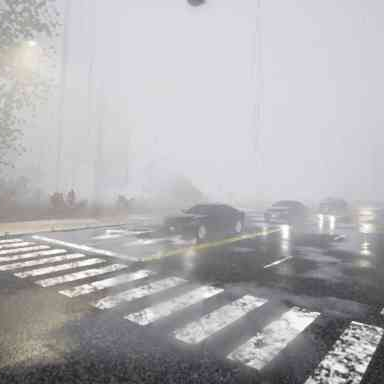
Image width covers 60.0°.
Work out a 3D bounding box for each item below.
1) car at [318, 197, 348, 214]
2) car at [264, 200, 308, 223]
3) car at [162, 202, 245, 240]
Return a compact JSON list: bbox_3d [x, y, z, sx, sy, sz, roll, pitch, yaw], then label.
[{"bbox_3d":[14.115,1.304,33.167,2.128,1.511,4.902,2,1,38],"label":"car"},{"bbox_3d":[6.838,1.322,23.791,1.812,1.442,4.674,2,1,38],"label":"car"},{"bbox_3d":[0.713,1.261,15.875,1.882,1.535,5.008,2,1,38],"label":"car"}]
